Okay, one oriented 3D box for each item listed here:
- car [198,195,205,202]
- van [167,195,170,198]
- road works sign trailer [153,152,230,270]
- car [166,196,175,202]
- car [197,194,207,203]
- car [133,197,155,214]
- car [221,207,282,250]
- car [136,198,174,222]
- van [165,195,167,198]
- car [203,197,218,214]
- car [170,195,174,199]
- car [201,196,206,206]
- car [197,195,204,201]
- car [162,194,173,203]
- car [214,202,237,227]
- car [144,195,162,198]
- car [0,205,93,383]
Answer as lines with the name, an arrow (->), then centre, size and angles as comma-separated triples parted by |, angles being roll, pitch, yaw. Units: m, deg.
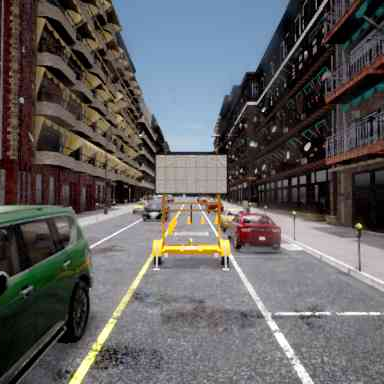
car -> 2.464, 1.678, 58.588 | 1.887, 1.381, 4.507 | 1, 0, 0
van -> -5.412, 1.474, 58.633 | 1.690, 1.788, 3.998 | 1, 0, 0
road works sign trailer -> -0.022, 0.475, 11.003 | 2.380, 3.560, 2.880 | 0, 0, 0
car -> -5.475, 1.822, 86.285 | 1.947, 1.339, 4.313 | 1, 0, 0
car -> 2.389, 1.543, 80.712 | 2.192, 1.841, 5.009 | 1, 0, 0
car -> -5.369, 1.589, 36.341 | 1.752, 1.417, 4.829 | 2, 0, 0
car -> 2.557, 1.561, 14.342 | 1.887, 1.381, 4.507 | 1, 0, 0
car -> -2.804, 1.531, 26.687 | 2.128, 1.511, 4.902 | 0, 0, 0
van -> -5.399, 1.454, 53.101 | 1.690, 1.788, 3.998 | 2, 0, 0
car -> 2.510, 1.609, 36.464 | 1.887, 1.381, 4.507 | 1, 0, 0
car -> -5.434, 1.494, 69.694 | 2.192, 1.841, 5.009 | 1, 0, 0
car -> 2.498, 1.629, 41.996 | 2.008, 1.369, 4.403 | 1, 0, 0
car -> 2.362, 1.726, 91.774 | 1.967, 1.590, 4.097 | 1, 0, 0
car -> -5.445, 1.518, 75.224 | 2.192, 1.841, 5.009 | 1, 0, 0
car -> 2.545, 1.551, 20.044 | 1.752, 1.417, 4.829 | 1, 0, 0
car -> -5.375, 1.394, 42.043 | 2.192, 1.841, 5.009 | 2, 0, 0
car -> -2.754, 1.225, 3.542 | 2.150, 2.045, 5.566 | 0, 0, 0
